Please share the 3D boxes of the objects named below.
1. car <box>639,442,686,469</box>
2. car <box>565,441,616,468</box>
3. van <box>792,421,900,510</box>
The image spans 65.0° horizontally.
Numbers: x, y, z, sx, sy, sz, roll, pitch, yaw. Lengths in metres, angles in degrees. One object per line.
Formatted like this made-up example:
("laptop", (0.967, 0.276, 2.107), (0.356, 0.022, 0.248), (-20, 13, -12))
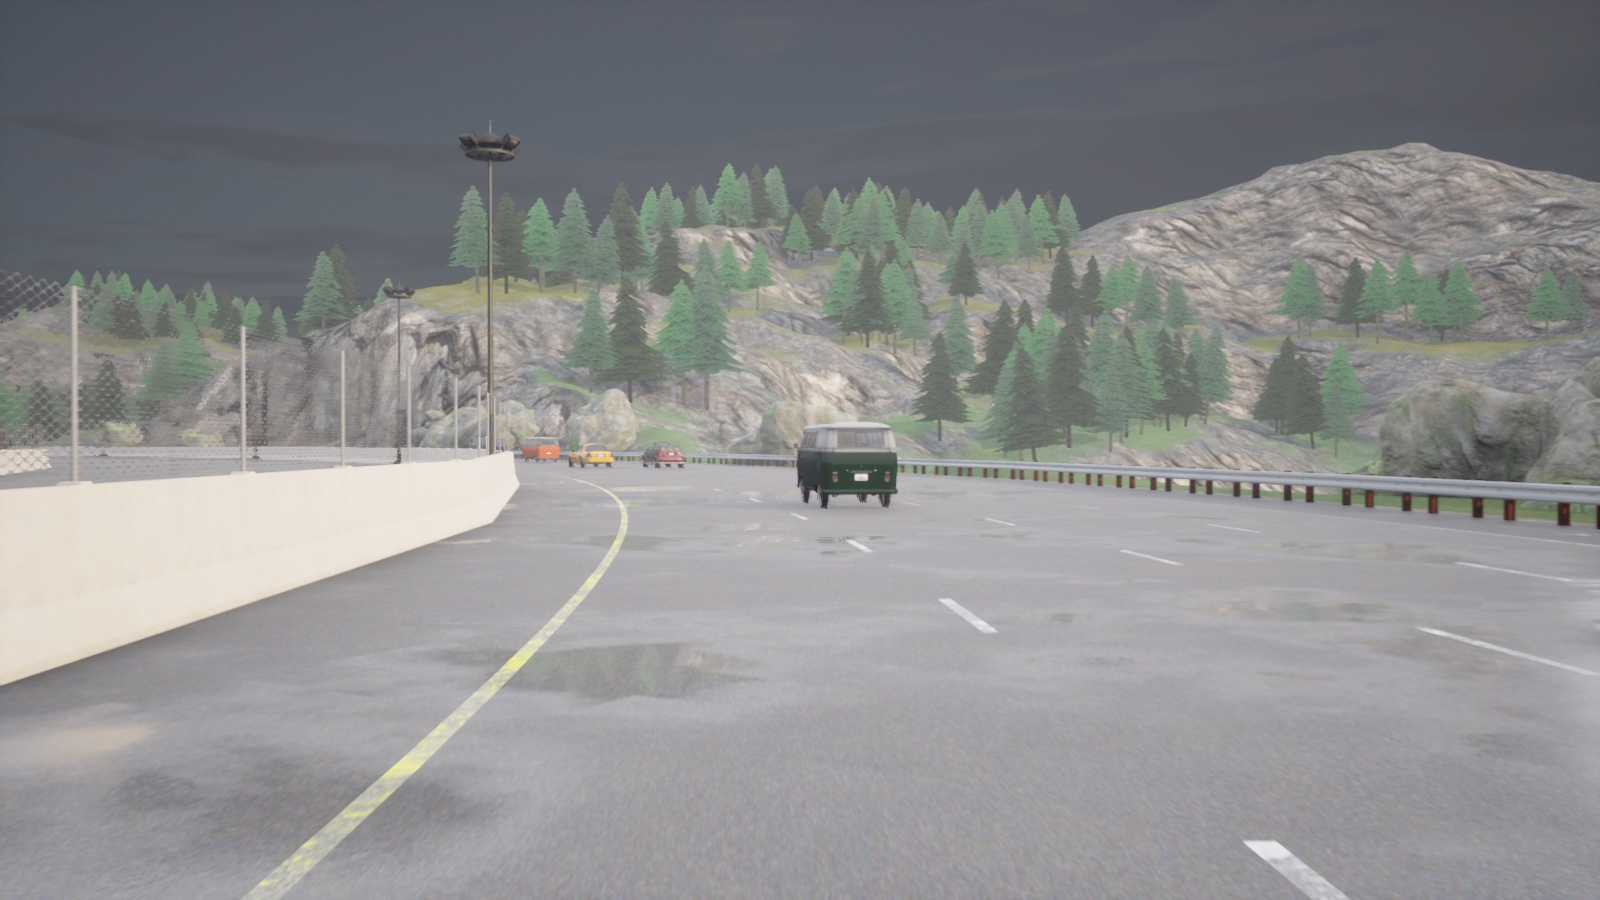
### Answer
("car", (-8.208, 0.301, 74.527), (1.789, 1.549, 3.705), (0, 0, -23))
("car", (-12.753, 0.250, 76.208), (1.801, 1.575, 5.366), (0, 0, -24))
("van", (1.017, 0.329, 30.199), (1.775, 1.987, 4.442), (0, 0, -9))
